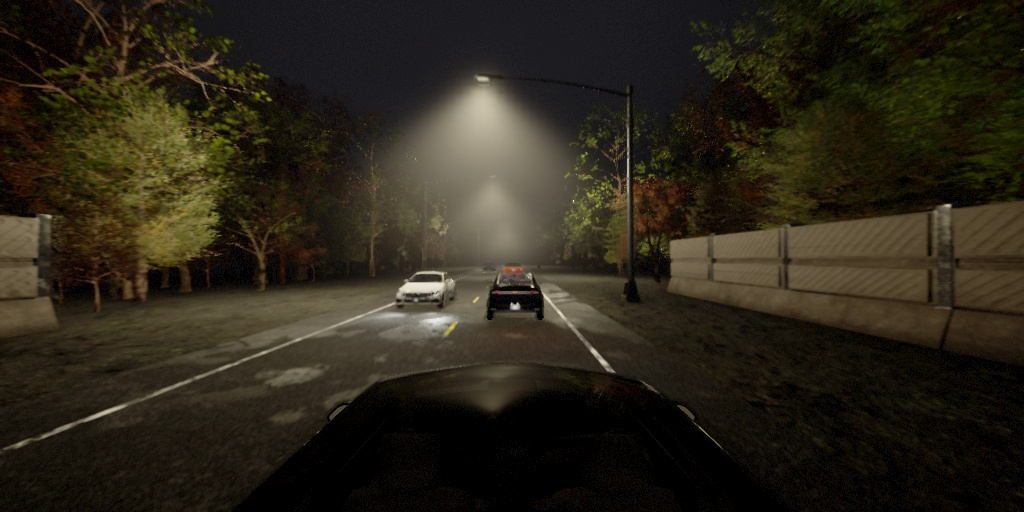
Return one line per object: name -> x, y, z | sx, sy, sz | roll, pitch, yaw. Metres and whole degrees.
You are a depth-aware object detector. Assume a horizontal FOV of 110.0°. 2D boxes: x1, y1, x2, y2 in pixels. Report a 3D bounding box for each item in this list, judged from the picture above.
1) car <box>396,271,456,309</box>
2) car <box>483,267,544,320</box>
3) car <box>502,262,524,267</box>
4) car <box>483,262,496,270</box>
car -> -3.594, 1.393, 15.738 | 1.812, 1.442, 4.674 | 0, 0, 0
car -> 0.100, 1.339, 13.198 | 2.128, 1.511, 4.902 | 0, 0, 0
car -> 0.115, 1.369, 35.899 | 2.097, 1.767, 4.553 | 0, 0, 0
car -> -3.536, 1.637, 56.310 | 1.882, 1.535, 5.008 | 0, 0, 0
